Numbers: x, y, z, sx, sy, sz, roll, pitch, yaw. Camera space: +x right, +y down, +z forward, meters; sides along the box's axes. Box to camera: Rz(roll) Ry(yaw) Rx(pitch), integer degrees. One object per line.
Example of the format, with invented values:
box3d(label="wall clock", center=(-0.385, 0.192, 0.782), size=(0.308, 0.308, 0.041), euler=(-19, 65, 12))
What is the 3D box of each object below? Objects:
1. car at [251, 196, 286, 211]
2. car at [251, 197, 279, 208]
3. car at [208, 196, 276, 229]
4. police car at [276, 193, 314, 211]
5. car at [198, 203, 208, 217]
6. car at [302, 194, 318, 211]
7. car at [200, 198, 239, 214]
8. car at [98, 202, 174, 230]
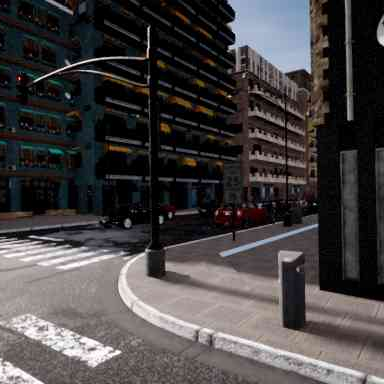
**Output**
box3d(label="car", center=(8.679, 1.225, 37.429), size=(2.128, 1.511, 4.902), euler=(-1, 0, 36))
box3d(label="car", center=(9.528, 1.310, 43.010), size=(1.947, 1.339, 4.313), euler=(-1, 0, 36))
box3d(label="car", center=(3.069, 1.200, 19.694), size=(1.967, 1.590, 4.097), euler=(-1, 0, 36))
box3d(label="police car", center=(11.249, 1.184, 35.716), size=(2.038, 1.542, 4.974), euler=(-1, 0, 36))
box3d(label="car", center=(2.403, 1.322, 28.819), size=(1.837, 1.490, 4.892), euler=(-1, 0, 36))
box3d(label="car", center=(12.973, 1.195, 33.501), size=(1.947, 1.339, 4.313), euler=(-1, 0, 36))
box3d(label="car", center=(2.865, 1.383, 33.847), size=(2.008, 1.369, 4.403), euler=(-1, 0, 36))
box3d(label="car", center=(-3.534, 1.402, 20.658), size=(1.837, 1.490, 4.892), euler=(-1, 0, 36))
